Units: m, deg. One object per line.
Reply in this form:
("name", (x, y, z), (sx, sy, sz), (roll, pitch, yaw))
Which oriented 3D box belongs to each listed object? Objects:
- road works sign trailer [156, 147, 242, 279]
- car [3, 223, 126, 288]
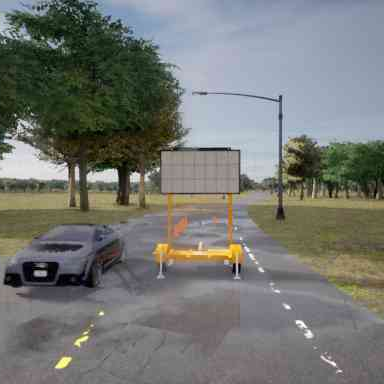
("road works sign trailer", (0.246, 0.465, 10.057), (2.380, 3.560, 2.880), (0, 0, 3))
("car", (-3.177, 1.562, 9.142), (1.994, 1.385, 4.181), (0, 0, 2))
